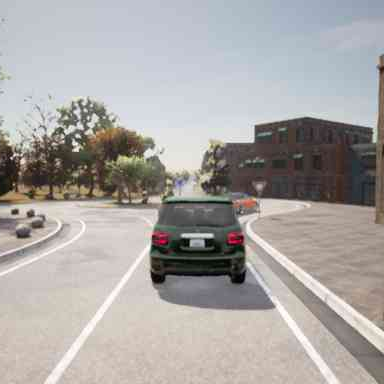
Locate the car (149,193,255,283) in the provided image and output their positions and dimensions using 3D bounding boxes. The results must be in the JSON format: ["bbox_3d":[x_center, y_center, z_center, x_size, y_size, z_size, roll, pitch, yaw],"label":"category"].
[{"bbox_3d":[0.182,1.065,9.310,2.150,2.045,5.566,0,1,2],"label":"car"}]

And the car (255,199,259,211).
[{"bbox_3d":[4.019,0.824,28.200,2.097,1.767,4.553,2,3,33],"label":"car"}]
